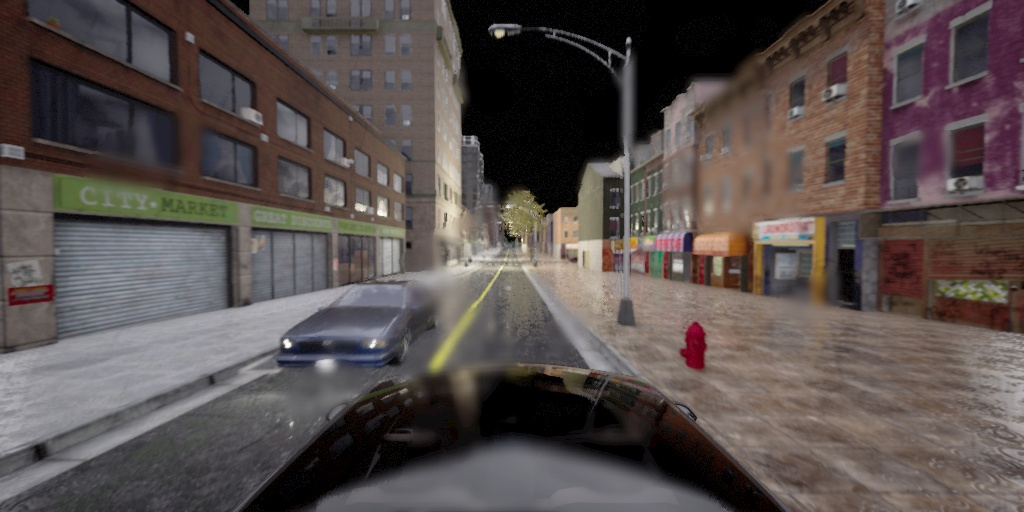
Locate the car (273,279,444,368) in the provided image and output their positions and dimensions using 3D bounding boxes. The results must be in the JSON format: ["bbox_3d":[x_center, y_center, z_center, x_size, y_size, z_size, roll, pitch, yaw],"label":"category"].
[{"bbox_3d":[-2.835,1.259,8.149,2.033,1.411,5.357,0,0,0],"label":"car"}]
